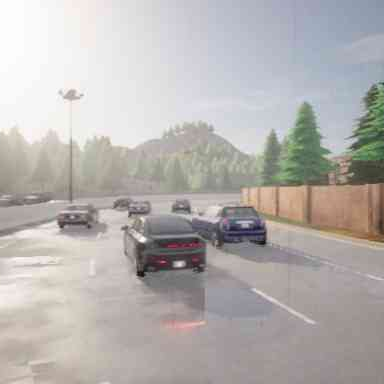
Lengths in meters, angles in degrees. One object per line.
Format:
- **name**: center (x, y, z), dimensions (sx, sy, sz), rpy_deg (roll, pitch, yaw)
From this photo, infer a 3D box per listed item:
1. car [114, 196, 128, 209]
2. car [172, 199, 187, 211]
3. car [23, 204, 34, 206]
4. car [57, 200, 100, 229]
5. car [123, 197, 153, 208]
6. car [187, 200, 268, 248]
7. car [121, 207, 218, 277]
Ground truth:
- **car**: center (-7.978, 1.267, 39.686), dimensions (1.837, 1.490, 4.892), rpy_deg (0, 1, 2)
- **car**: center (-1.085, 1.378, 35.166), dimensions (1.994, 1.385, 4.181), rpy_deg (0, 0, -1)
- **car**: center (-18.728, 0.932, 40.297), dimensions (2.150, 2.045, 5.566), rpy_deg (0, 0, 2)
- **car**: center (-6.938, 1.410, 20.712), dimensions (2.033, 1.411, 5.357), rpy_deg (0, 0, -9)
- **car**: center (-4.407, 1.379, 28.844), dimensions (2.033, 1.411, 5.357), rpy_deg (0, 0, -4)
- **car**: center (1.469, 1.282, 14.627), dimensions (2.097, 1.767, 4.553), rpy_deg (0, 0, -15)
- **car**: center (-1.001, 1.447, 10.227), dimensions (1.837, 1.490, 4.892), rpy_deg (0, 0, -17)
